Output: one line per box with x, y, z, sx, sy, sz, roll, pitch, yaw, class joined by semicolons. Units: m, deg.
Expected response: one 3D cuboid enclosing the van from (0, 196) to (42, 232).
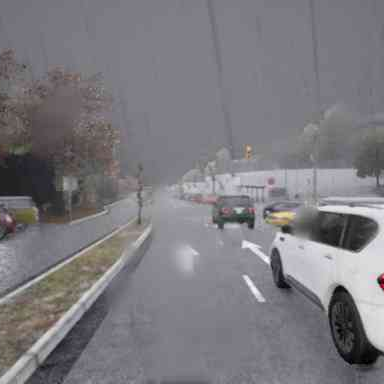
-10.830;1.258;18.585;4.442;1.987;1.878;-1;0;-22;van

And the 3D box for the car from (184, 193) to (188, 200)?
1.805;1.291;79.445;5.566;2.045;2.435;0;0;-28;car

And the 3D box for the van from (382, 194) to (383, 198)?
7.421;1.229;14.735;4.442;1.987;1.878;1;0;-22;van

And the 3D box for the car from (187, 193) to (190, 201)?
2.361;1.548;76.545;5.366;1.575;1.946;0;0;-28;car

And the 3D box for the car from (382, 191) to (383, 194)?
22.602;0.163;35.199;2.002;1.452;4.674;-6;4;-27;car

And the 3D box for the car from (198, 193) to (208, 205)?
4.165;1.468;61.535;4.553;1.767;2.185;0;0;-27;car

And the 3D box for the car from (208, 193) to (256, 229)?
2.565;1.192;21.524;2.150;2.045;5.566;0;0;-2;car

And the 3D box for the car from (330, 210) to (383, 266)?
7.616;1.462;11.761;4.892;1.521;2.231;1;0;-22;car

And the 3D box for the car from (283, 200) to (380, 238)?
7.453;1.326;17.810;4.553;1.767;2.185;1;0;-22;car

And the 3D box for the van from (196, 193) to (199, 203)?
3.720;1.358;64.479;4.442;1.987;1.878;0;0;-28;van

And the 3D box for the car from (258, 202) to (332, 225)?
7.345;1.477;23.799;4.792;1.488;2.163;1;0;-23;car

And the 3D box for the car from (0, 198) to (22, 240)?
-10.790;1.362;15.591;4.553;1.767;2.185;-1;0;-22;car

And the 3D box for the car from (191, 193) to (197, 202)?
3.406;1.324;67.501;5.566;2.045;2.435;1;0;-28;car

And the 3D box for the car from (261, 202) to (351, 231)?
7.129;1.441;20.746;5.366;1.575;1.946;1;0;-23;car

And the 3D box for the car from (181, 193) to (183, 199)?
0.067;1.394;91.302;4.553;1.767;2.185;1;0;-28;car

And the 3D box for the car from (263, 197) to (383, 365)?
3.029;1.208;5.979;2.150;2.045;5.566;0;0;-1;car
